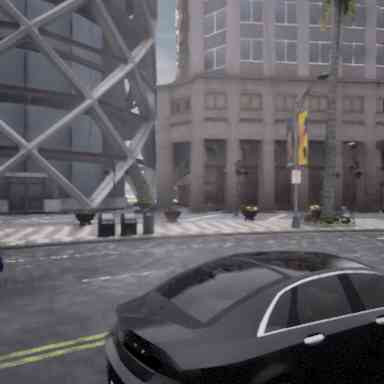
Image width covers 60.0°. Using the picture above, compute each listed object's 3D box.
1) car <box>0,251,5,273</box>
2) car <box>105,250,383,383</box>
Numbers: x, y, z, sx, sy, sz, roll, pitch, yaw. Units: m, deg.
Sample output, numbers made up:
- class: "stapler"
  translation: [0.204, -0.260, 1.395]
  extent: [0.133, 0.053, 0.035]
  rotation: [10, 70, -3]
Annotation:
- class: "car"
  translation: [-6.826, 1.308, 7.420]
  extent: [4.553, 1.767, 2.097]
  rotation: [0, 0, -34]
- class: "car"
  translation: [1.459, 1.501, 4.076]
  extent: [4.892, 1.490, 1.837]
  rotation: [0, 0, -29]
